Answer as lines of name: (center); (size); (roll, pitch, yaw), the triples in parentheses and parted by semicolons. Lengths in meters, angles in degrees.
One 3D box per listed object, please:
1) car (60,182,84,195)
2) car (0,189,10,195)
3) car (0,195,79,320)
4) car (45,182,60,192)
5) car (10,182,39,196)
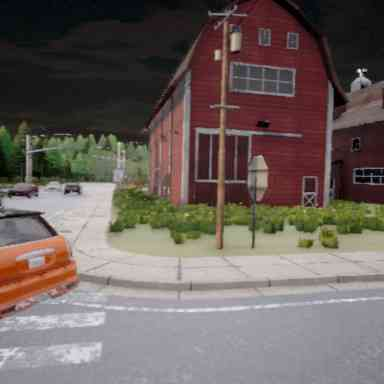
car: (-14.491, -0.431, 40.842); (1.837, 1.490, 4.892); (1, 2, -13)
car: (-14.018, 0.295, 22.085); (1.837, 1.490, 4.892); (1, 2, -13)
car: (-4.332, 1.004, 5.809); (4.553, 1.767, 2.097); (2, 2, 21)
car: (-19.791, -0.767, 47.912); (1.812, 1.442, 4.674); (1, 2, -13)
car: (-16.396, -0.192, 32.602); (1.882, 1.535, 5.008); (1, 2, -13)
